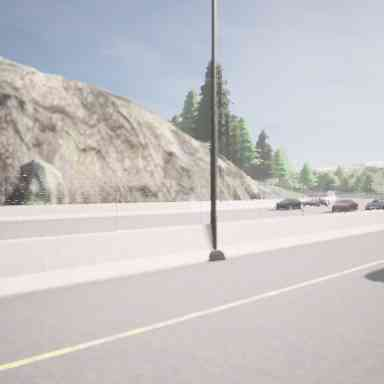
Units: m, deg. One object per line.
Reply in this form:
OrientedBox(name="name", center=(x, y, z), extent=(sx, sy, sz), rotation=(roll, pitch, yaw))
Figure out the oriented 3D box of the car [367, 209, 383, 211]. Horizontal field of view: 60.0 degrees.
OrientedBox(name="car", center=(20.308, 1.536, 35.925), extent=(2.128, 1.511, 4.902), rotation=(0, 0, 43))
